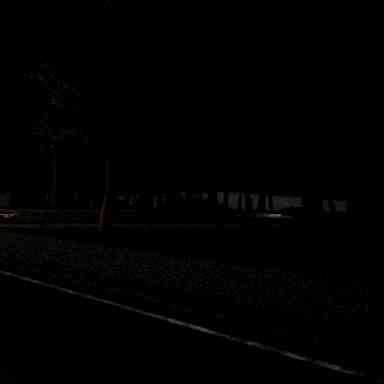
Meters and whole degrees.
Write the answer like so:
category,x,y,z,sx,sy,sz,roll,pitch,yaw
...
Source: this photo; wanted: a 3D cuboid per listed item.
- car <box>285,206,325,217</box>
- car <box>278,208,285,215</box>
category,x,y,z,sx,sy,sz,roll,pitch,yaw
car,16.000,2.848,46.641,4.718,1.301,1.895,1,0,-11
car,15.101,2.767,49.780,4.181,1.385,1.994,1,0,-11
